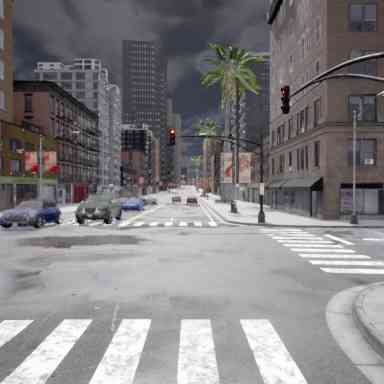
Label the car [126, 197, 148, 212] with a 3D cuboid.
[{"bbox_3d":[-6.661,1.468,38.094,1.882,1.535,5.008,0,1,0],"label":"car"}]

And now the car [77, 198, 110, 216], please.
[{"bbox_3d":[-9.910,1.469,33.772,1.882,1.535,5.008,0,0,0],"label":"car"}]

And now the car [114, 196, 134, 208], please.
[{"bbox_3d":[-9.925,1.459,48.985,1.882,1.535,5.008,0,0,0],"label":"car"}]

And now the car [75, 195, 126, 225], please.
[{"bbox_3d":[-6.633,1.205,24.330,2.150,2.045,5.566,0,0,0],"label":"car"}]

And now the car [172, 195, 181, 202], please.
[{"bbox_3d":[-3.285,1.439,70.908,2.128,1.511,4.902,0,0,0],"label":"car"}]

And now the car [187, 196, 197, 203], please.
[{"bbox_3d":[-0.045,1.502,71.377,1.994,1.385,4.181,0,0,0],"label":"car"}]

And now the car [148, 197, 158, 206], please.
[{"bbox_3d":[-6.676,1.501,54.177,1.812,1.442,4.674,0,1,0],"label":"car"}]

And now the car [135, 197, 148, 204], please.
[{"bbox_3d":[-9.858,1.586,65.459,1.895,1.301,4.718,0,0,0],"label":"car"}]

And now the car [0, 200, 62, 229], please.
[{"bbox_3d":[-9.878,1.276,20.807,2.097,1.767,4.553,1,-1,0],"label":"car"}]

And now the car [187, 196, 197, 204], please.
[{"bbox_3d":[0.000,1.440,61.335,1.882,1.535,5.008,0,0,0],"label":"car"}]
